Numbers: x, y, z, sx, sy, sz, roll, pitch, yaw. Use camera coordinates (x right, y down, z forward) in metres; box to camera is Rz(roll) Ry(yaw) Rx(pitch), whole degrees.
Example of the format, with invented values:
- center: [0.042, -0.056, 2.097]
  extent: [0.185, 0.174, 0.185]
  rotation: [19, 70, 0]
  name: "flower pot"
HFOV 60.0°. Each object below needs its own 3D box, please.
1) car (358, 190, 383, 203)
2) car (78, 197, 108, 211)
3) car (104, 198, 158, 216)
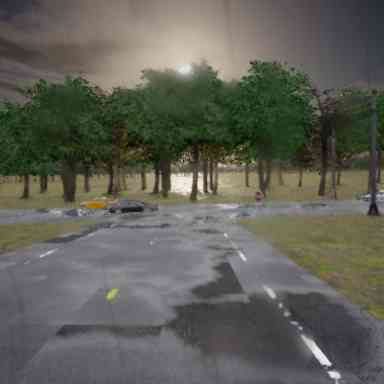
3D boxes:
- center: [22.712, 0.547, 40.581]
  extent: [4.674, 1.442, 1.812]
  rotation: [-3, 3, 0]
  name: "car"
- center: [-11.316, 1.412, 40.463]
  extent: [5.008, 1.535, 1.882]
  rotation: [-2, 3, 0]
  name: "car"
- center: [-5.886, 1.518, 33.520]
  extent: [4.892, 1.490, 1.837]
  rotation: [-3, 2, -1]
  name: "car"
